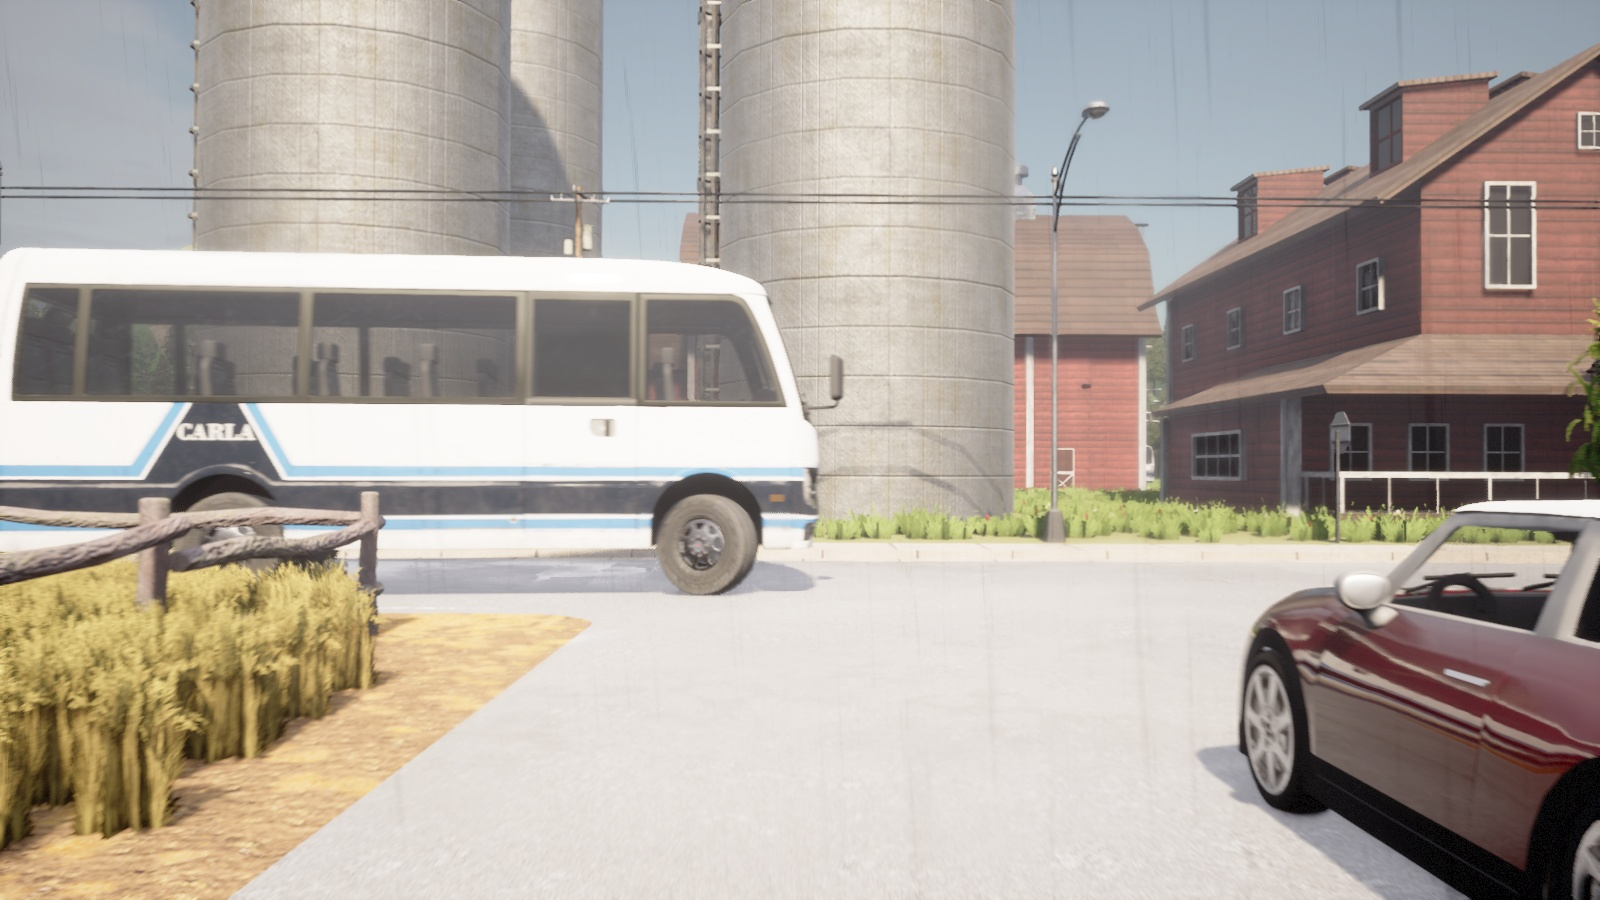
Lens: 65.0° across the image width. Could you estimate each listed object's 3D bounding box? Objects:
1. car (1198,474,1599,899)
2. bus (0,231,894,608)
[{"bbox_3d":[3.092,0.841,4.718,1.970,1.475,3.806,0,-1,0],"label":"car"},{"bbox_3d":[-4.208,-0.287,16.597,10.273,4.253,3.944,0,-3,-6],"label":"bus"}]
